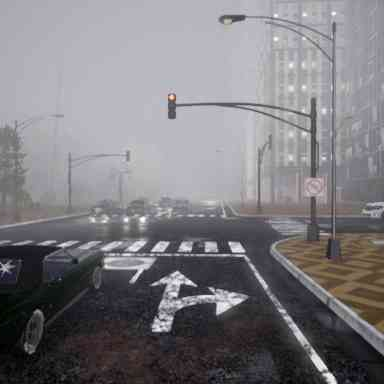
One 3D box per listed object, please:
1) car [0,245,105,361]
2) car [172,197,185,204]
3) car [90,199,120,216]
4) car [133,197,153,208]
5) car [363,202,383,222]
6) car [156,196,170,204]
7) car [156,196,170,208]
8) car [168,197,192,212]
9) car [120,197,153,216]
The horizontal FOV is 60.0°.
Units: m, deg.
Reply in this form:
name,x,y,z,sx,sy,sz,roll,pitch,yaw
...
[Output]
name,x,y,z,sx,sy,sz,roll,pitch,yaw
car,-3.043,1.600,5.946,1.895,1.301,4.718,0,0,1
car,-2.502,1.596,63.847,1.895,1.301,4.718,0,0,5
car,-8.313,1.481,32.404,2.128,1.511,4.902,0,0,5
car,-7.024,1.496,48.605,1.837,1.490,4.892,0,-1,5
car,14.899,1.054,22.943,5.566,2.045,2.150,-1,0,5
car,-5.678,1.472,64.827,1.882,1.535,5.008,0,0,5
car,-3.751,1.497,48.764,1.837,1.490,4.892,0,-1,5
car,-1.122,1.538,38.325,2.033,1.411,5.357,0,0,5
car,-5.076,1.491,32.144,1.837,1.490,4.892,0,0,5
